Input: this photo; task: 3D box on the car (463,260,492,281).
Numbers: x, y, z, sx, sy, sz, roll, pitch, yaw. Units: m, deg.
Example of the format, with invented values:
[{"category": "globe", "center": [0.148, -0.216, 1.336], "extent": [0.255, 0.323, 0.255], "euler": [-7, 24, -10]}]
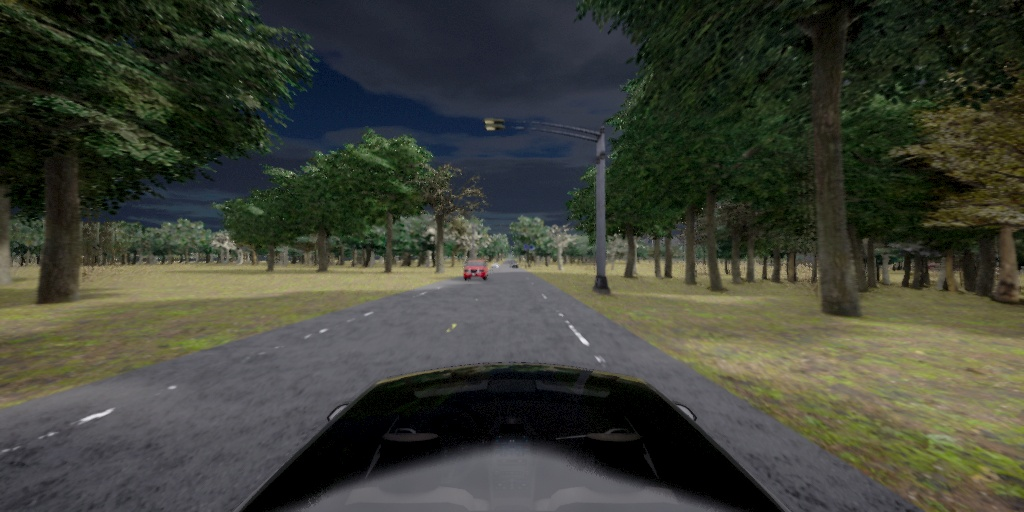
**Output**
[{"category": "car", "center": [-3.586, 1.426, 36.406], "extent": [2.150, 2.045, 5.566], "euler": [0, -1, 0]}]
